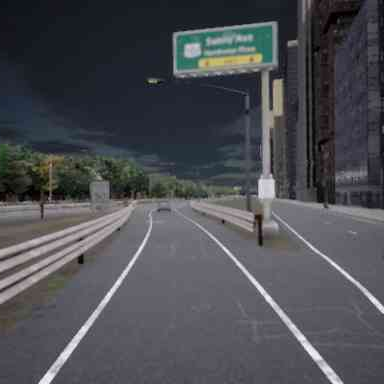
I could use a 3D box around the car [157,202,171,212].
[{"bbox_3d":[-3.833,2.061,46.183,2.033,1.411,5.357,-1,-1,-4],"label":"car"}]
